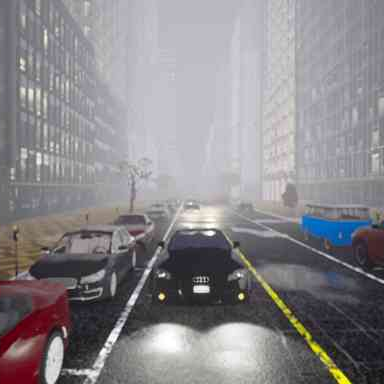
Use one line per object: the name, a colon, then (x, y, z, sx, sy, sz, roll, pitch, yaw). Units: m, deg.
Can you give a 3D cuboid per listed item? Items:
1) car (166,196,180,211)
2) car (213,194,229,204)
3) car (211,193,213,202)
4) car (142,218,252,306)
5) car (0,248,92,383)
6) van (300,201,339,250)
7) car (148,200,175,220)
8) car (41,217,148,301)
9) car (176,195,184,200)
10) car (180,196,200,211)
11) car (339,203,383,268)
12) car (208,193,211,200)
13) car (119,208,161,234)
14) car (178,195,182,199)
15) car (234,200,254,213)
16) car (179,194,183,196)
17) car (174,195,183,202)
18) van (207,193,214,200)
car: (-2.685, 1.510, 36.582, 2.008, 1.369, 4.403, -1, 0, 0)
car: (5.497, 1.246, 59.388, 2.192, 1.841, 5.009, -1, 0, 0)
car: (5.448, 1.239, 65.072, 2.192, 1.841, 5.009, -1, 0, 0)
car: (0.156, 1.555, 7.938, 1.994, 1.385, 4.181, 0, 0, 0)
car: (-2.392, 1.542, 2.482, 1.887, 1.381, 4.507, -1, 0, 0)
van: (5.888, 1.325, 13.921, 1.690, 1.788, 3.998, -1, 0, 0)
car: (-2.588, 1.523, 25.216, 2.008, 1.369, 4.403, -1, 0, 0)
car: (-2.442, 1.542, 8.165, 2.008, 1.369, 4.403, -1, 0, 0)
car: (-3.125, 1.447, 87.734, 2.008, 1.369, 4.403, -1, 0, 0)
car: (-0.017, 1.502, 39.961, 2.033, 1.411, 5.357, 0, 0, 0)
car: (5.937, 1.305, 8.237, 2.192, 1.841, 5.009, -1, 0, 0)
car: (5.352, 1.350, 76.439, 1.967, 1.590, 4.097, -1, 0, 0)
car: (-2.490, 1.567, 13.849, 1.802, 1.307, 4.206, -1, 0, 0)
car: (-2.783, 1.528, 47.949, 1.802, 1.307, 4.206, -1, 0, 0)
car: (5.695, 1.509, 36.654, 2.008, 1.369, 4.403, -1, 0, 0)
car: (-2.833, 1.380, 53.632, 1.967, 1.590, 4.097, -1, 0, 0)
car: (-3.028, 1.477, 76.367, 1.947, 1.339, 4.313, -1, 0, 0)
van: (5.204, 1.229, 93.488, 1.690, 1.788, 3.998, -1, 0, 0)
